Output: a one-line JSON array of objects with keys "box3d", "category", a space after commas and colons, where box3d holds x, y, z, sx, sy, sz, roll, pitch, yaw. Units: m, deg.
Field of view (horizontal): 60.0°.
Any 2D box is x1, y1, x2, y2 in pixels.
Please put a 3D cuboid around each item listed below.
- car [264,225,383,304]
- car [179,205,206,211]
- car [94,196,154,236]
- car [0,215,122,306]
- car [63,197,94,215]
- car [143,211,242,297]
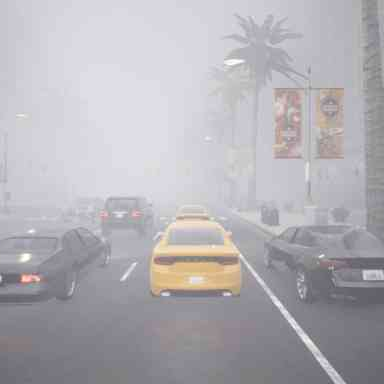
[{"box3d": [3.166, 1.513, 8.206, 2.161, 1.482, 4.786, 0, 0, -1], "category": "car"}, {"box3d": [0.036, 1.478, 18.816, 1.882, 1.535, 5.008, 0, 0, 0], "category": "car"}, {"box3d": [-3.462, 1.222, 18.546, 2.150, 2.045, 5.566, 0, 0, 0], "category": "car"}, {"box3d": [-3.422, 1.547, 8.275, 2.033, 1.411, 5.357, 0, 0, 0], "category": "car"}, {"box3d": [-7.077, 1.073, 22.510, 2.097, 1.767, 4.553, 0, 0, 0], "category": "car"}, {"box3d": [0.073, 1.478, 8.618, 1.882, 1.535, 5.008, 0, 0, 0], "category": "car"}]
